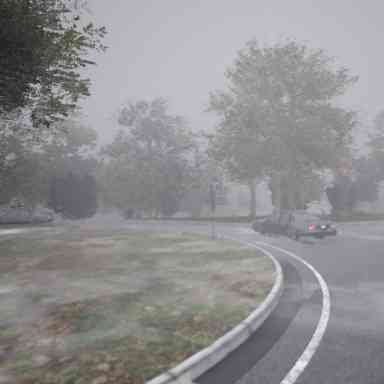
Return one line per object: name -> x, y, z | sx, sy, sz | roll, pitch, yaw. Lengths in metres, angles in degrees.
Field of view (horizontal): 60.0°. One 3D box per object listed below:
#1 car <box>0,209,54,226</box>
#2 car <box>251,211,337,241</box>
car -> -14.449, 2.142, 27.736 | 5.357, 1.411, 2.033 | 0, -1, -16
car -> 5.358, 1.770, 18.267 | 2.033, 1.411, 5.357 | 0, -1, -22
